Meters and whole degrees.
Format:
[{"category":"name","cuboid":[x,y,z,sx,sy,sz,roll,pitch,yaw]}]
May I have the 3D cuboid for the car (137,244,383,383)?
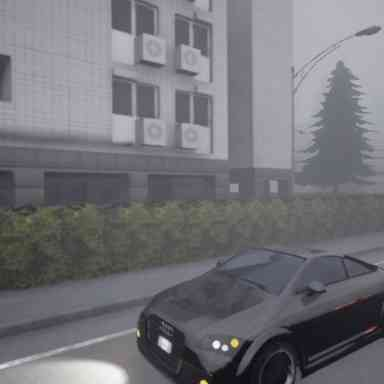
[{"category":"car","cuboid":[1.325,1.525,4.915,4.181,1.385,1.994,-1,0,-35]}]
